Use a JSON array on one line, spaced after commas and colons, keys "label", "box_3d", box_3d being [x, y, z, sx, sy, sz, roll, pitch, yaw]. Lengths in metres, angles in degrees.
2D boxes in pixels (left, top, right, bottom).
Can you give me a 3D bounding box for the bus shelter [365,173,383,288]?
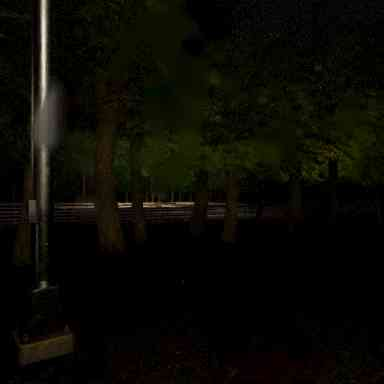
[{"label": "bus shelter", "box_3d": [6.429, 0.906, 8.583, 3.880, 2.740, 1.920, 0, 0, -36]}]
